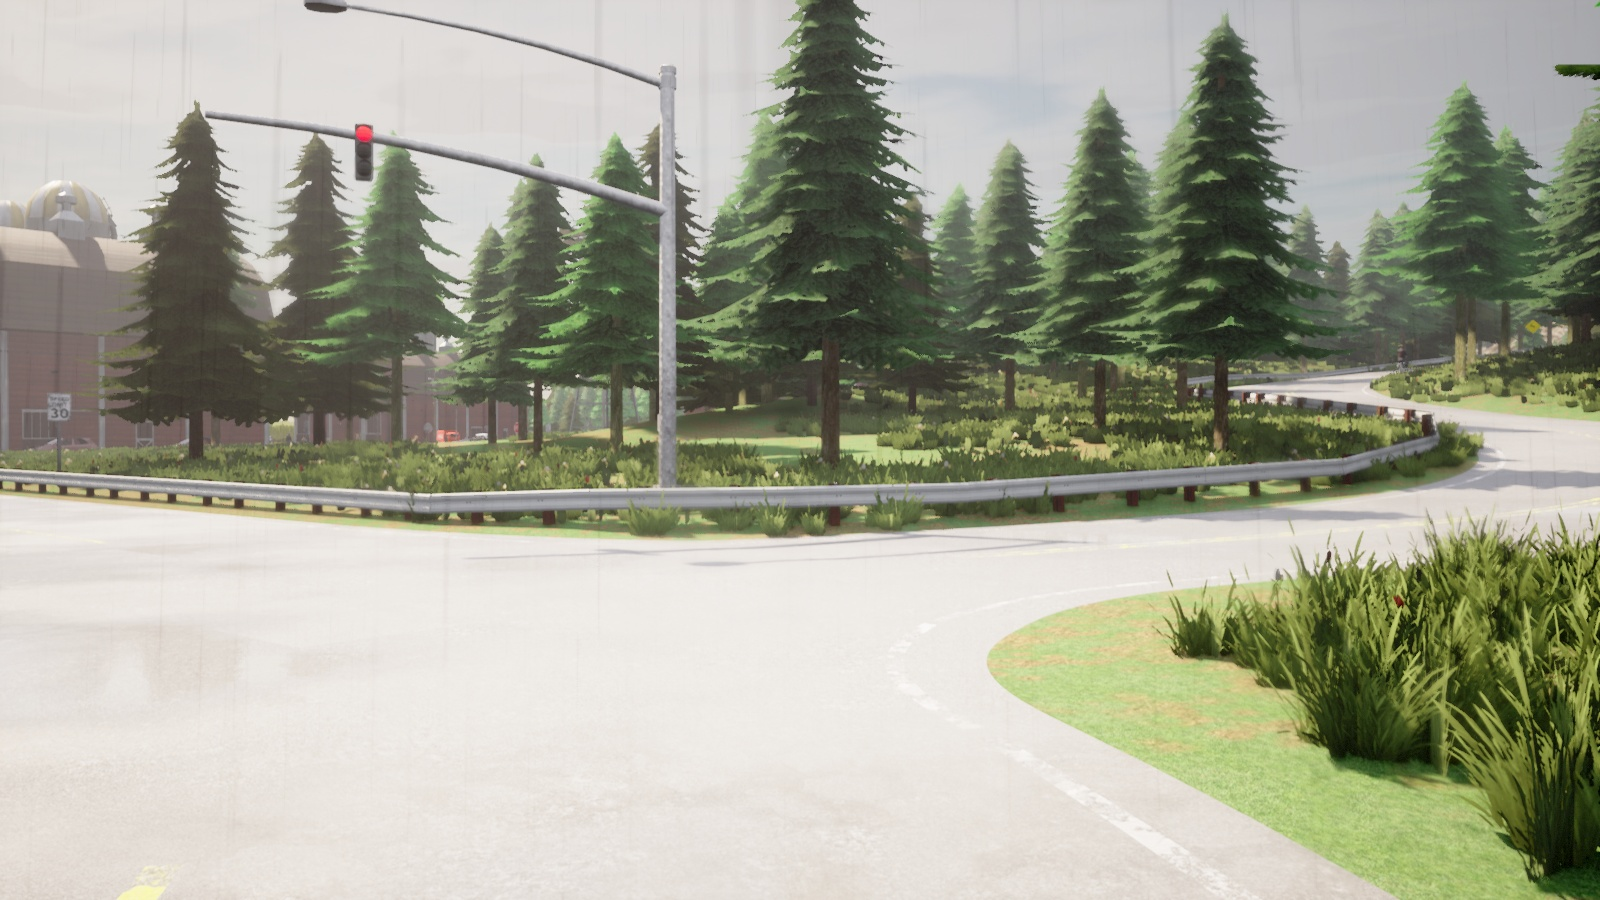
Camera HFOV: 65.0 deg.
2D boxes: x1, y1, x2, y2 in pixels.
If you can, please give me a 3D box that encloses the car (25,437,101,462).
[{"bbox_3d":[-45.147,-0.036,76.973,1.845,1.501,3.633,1,1,40],"label":"car"}]
